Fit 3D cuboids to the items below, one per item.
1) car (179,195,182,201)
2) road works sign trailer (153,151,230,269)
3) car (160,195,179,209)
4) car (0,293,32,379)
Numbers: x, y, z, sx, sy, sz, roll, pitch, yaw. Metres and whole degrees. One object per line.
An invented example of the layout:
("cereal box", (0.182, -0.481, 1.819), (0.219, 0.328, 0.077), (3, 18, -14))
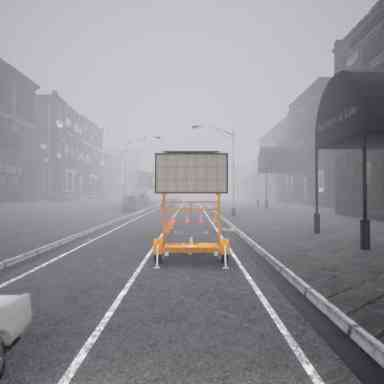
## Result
("car", (-3.222, 1.379, 71.591), (2.097, 1.767, 4.553), (0, 0, 0))
("road works sign trailer", (-0.019, 0.443, 11.097), (2.380, 3.560, 2.880), (0, 0, 0))
("car", (-3.236, 1.455, 44.525), (2.128, 1.511, 4.902), (0, 0, 0))
("car", (-3.106, 1.599, 2.313), (1.895, 1.301, 4.718), (0, 0, 0))
